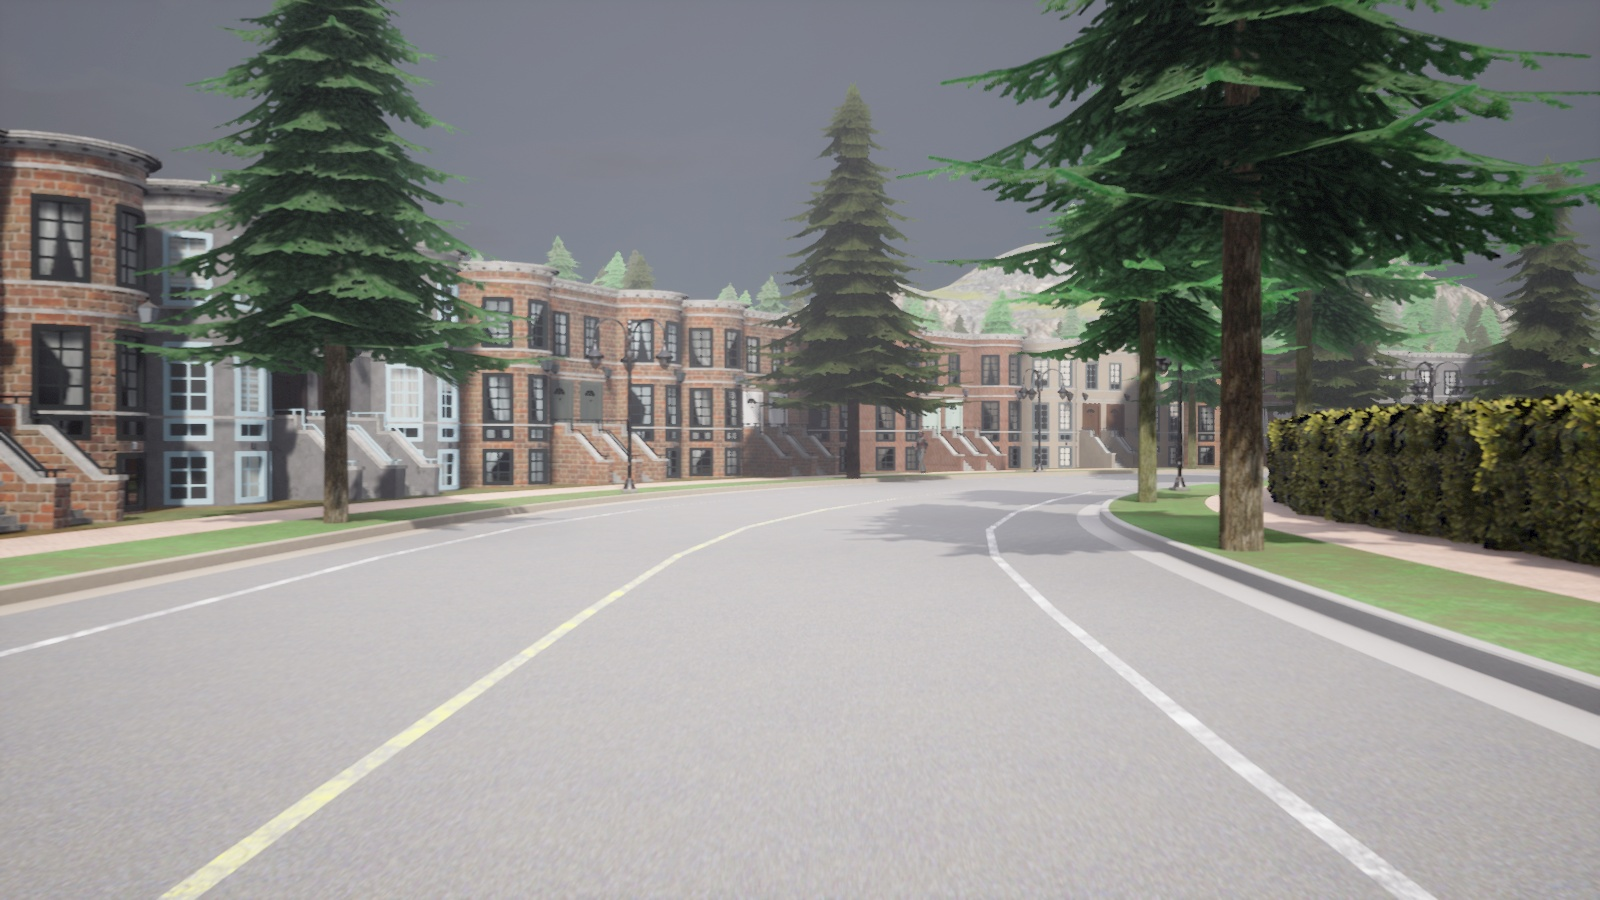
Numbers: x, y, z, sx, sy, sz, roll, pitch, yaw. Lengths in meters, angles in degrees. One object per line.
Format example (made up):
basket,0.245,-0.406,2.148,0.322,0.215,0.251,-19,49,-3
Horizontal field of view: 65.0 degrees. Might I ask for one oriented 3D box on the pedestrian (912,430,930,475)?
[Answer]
pedestrian,5.239,0.097,54.421,0.666,1.930,0.402,0,0,-41
